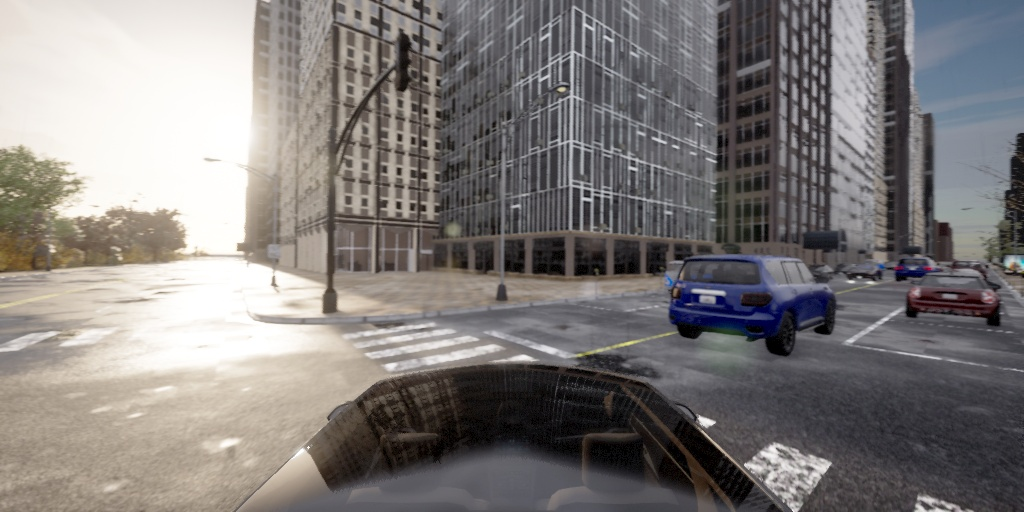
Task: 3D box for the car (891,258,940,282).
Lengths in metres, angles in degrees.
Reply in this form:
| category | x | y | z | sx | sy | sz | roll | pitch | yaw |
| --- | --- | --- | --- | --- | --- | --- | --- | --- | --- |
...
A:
| category | x | y | z | sx | sy | sz | roll | pitch | yaw |
| --- | --- | --- | --- | --- | --- | --- | --- | --- | --- |
| car | 34.465 | 1.158 | 30.516 | 5.566 | 2.045 | 2.150 | 0 | 0 | -37 |

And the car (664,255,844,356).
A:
| category | x | y | z | sx | sy | sz | roll | pitch | yaw |
| --- | --- | --- | --- | --- | --- | --- | --- | --- | --- |
| car | 6.138 | 0.996 | 8.975 | 5.566 | 2.045 | 2.150 | 0 | 0 | -37 |

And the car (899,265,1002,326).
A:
| category | x | y | z | sx | sy | sz | roll | pitch | yaw |
| --- | --- | --- | --- | --- | --- | --- | --- | --- | --- |
| car | 14.898 | 1.264 | 12.131 | 4.097 | 1.591 | 1.967 | 0 | 0 | -37 |

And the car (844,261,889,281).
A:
| category | x | y | z | sx | sy | sz | roll | pitch | yaw |
| --- | --- | --- | --- | --- | --- | --- | --- | --- | --- |
| car | 32.267 | 1.472 | 32.708 | 5.357 | 1.411 | 2.033 | 0 | 0 | -37 |

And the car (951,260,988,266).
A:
| category | x | y | z | sx | sy | sz | roll | pitch | yaw |
| --- | --- | --- | --- | --- | --- | --- | --- | --- | --- |
| car | 37.428 | 1.268 | 29.492 | 5.009 | 1.841 | 2.192 | 0 | 0 | -37 |
